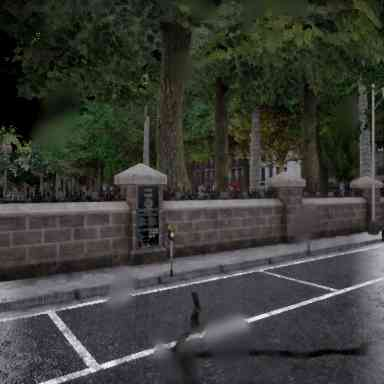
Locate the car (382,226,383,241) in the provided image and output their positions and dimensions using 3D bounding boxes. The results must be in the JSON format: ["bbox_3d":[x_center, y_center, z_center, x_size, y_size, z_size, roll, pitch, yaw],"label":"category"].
[{"bbox_3d":[9.742,1.310,13.489,5.009,1.841,2.192,0,0,-36],"label":"car"}]
